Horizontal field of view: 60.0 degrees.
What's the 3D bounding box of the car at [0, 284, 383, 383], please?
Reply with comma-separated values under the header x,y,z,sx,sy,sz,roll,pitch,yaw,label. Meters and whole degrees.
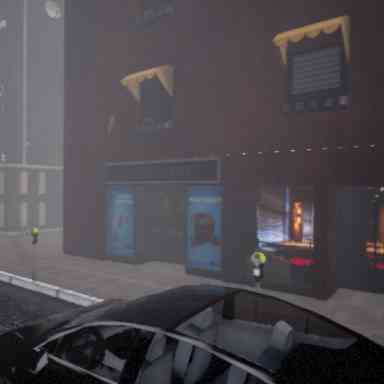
x,y,z,sx,sy,sz,roll,pitch,yaw,label
-0.199,1.572,3.006,4.313,1.339,1.947,0,1,36,car
